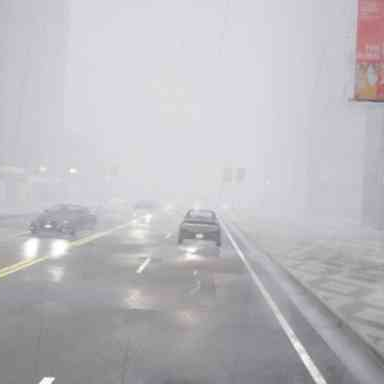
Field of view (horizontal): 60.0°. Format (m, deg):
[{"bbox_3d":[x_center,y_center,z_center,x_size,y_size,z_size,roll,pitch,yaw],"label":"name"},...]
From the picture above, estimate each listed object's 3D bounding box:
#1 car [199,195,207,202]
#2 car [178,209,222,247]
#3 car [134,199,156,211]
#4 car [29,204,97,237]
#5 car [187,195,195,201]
[{"bbox_3d":[2.976,1.745,91.493,2.097,1.767,4.553,3,0,2],"label":"car"},{"bbox_3d":[0.406,1.587,15.883,2.128,1.511,4.902,3,0,2],"label":"car"},{"bbox_3d":[-5.345,1.485,38.461,1.895,1.301,4.718,3,0,2],"label":"car"},{"bbox_3d":[-6.174,1.302,16.410,1.994,1.385,4.181,3,0,2],"label":"car"},{"bbox_3d":[-0.274,1.714,91.633,1.837,1.490,4.892,3,0,2],"label":"car"}]
